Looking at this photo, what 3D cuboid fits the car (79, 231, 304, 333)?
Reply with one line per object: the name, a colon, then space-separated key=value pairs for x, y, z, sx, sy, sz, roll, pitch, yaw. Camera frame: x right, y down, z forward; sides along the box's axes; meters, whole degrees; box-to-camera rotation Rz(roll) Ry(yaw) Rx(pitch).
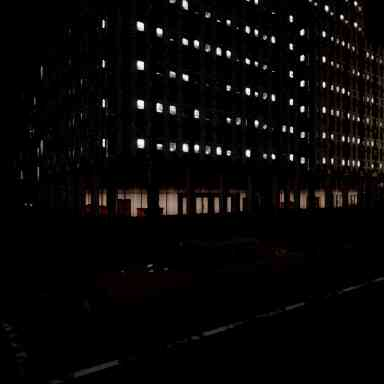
car: x=0.275 y=1.525 z=6.757 sx=4.829 sy=1.417 sz=1.752 roll=0 pitch=0 yaw=-36
